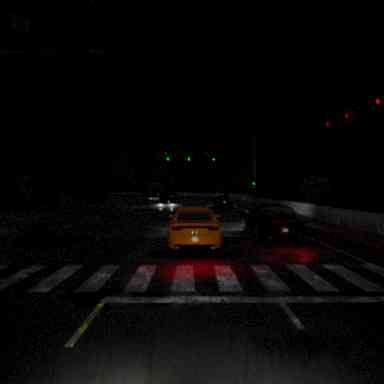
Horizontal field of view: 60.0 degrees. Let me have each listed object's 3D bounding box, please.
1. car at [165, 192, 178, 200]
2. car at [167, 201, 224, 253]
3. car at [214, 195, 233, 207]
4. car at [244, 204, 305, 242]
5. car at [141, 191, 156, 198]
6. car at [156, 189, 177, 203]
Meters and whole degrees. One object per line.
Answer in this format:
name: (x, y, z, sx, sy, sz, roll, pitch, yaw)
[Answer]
car: (-3.847, 0.762, 61.693, 2.033, 1.411, 5.357, 0, 1, -6)
car: (0.097, 1.317, 13.004, 1.882, 1.535, 5.008, 0, 1, 0)
car: (3.601, 1.066, 39.053, 1.994, 1.385, 4.181, 0, 1, 0)
car: (3.598, 1.286, 15.260, 1.882, 1.535, 5.008, 0, 1, 0)
car: (-9.474, 0.510, 74.595, 1.882, 1.535, 5.008, -1, 1, -39)
car: (-3.564, 0.590, 49.608, 2.150, 2.045, 5.566, 0, 1, 1)
